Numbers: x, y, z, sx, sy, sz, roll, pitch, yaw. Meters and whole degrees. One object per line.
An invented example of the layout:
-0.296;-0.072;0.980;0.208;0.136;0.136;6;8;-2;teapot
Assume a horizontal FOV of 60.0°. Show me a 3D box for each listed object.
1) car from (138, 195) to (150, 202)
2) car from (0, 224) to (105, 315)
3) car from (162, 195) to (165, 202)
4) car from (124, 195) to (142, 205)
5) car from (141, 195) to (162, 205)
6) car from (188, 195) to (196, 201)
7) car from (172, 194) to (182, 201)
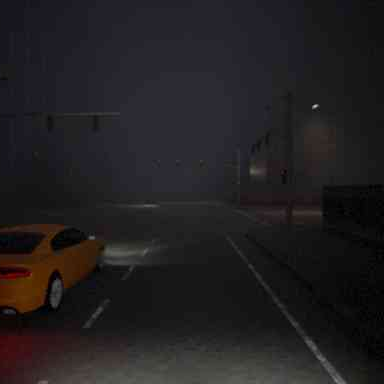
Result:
-10.511;1.394;73.252;1.812;1.442;4.674;0;0;0;car
-3.447;1.464;7.665;1.882;1.535;5.008;0;0;1;car
-7.012;1.394;73.357;1.812;1.442;4.674;0;0;0;car
-10.549;1.375;58.082;1.882;1.535;5.008;0;0;1;car
-7.050;1.389;58.297;2.128;1.511;4.902;0;0;1;car
-0.012;1.393;78.108;1.994;1.385;4.181;0;0;0;car
-3.512;1.195;78.077;2.097;1.767;4.553;0;0;0;car
